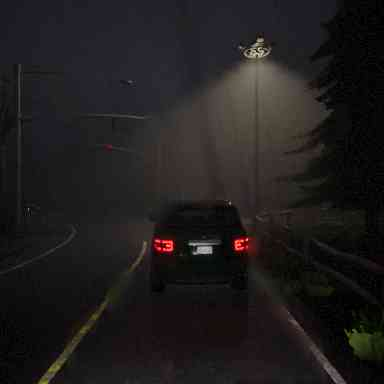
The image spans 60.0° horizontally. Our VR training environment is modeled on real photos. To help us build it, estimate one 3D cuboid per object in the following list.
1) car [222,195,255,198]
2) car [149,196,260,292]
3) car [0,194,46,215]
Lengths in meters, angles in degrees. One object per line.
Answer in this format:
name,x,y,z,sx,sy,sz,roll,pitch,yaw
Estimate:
car,3.137,1.248,28.846,5.566,2.045,2.150,0,0,-15
car,0.010,1.221,9.128,2.150,2.045,5.566,0,0,-5
car,-17.568,1.221,34.203,5.566,2.045,2.150,0,0,30
